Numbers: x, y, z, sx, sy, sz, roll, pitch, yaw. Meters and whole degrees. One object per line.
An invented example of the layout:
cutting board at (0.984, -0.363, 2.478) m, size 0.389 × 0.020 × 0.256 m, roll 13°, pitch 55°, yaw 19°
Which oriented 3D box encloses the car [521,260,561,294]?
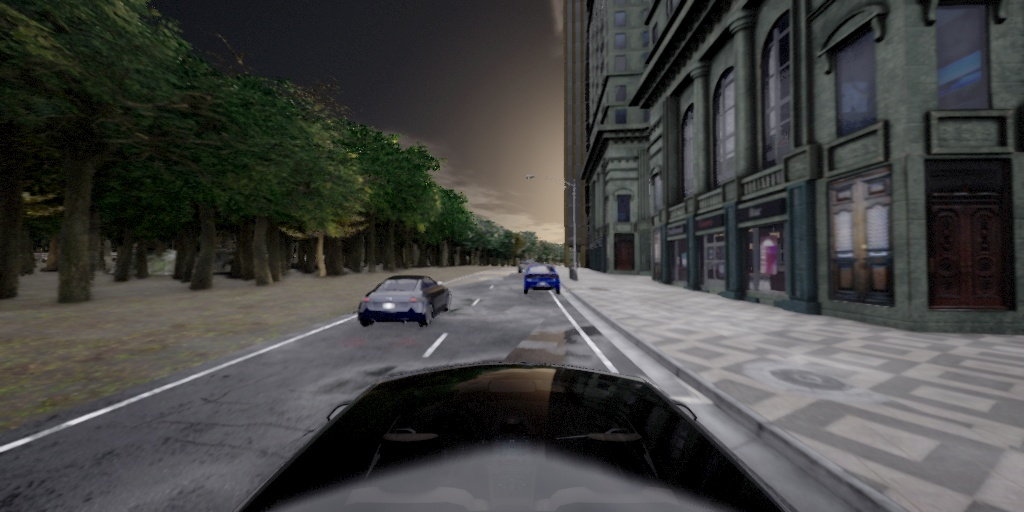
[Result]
car at (1.588, 1.182, 19.981) m, size 1.882 × 1.535 × 5.008 m, roll 0°, pitch 0°, yaw 2°

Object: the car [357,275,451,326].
car at (-3.257, 1.299, 11.595) m, size 1.994 × 1.385 × 4.181 m, roll 0°, pitch 0°, yaw 1°

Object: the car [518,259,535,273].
car at (1.743, 1.212, 42.298) m, size 2.128 × 1.511 × 4.902 m, roll 0°, pitch 0°, yaw 6°

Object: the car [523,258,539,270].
car at (2.997, 1.218, 56.022) m, size 2.097 × 1.767 × 4.553 m, roll 0°, pitch -1°, yaw 7°
